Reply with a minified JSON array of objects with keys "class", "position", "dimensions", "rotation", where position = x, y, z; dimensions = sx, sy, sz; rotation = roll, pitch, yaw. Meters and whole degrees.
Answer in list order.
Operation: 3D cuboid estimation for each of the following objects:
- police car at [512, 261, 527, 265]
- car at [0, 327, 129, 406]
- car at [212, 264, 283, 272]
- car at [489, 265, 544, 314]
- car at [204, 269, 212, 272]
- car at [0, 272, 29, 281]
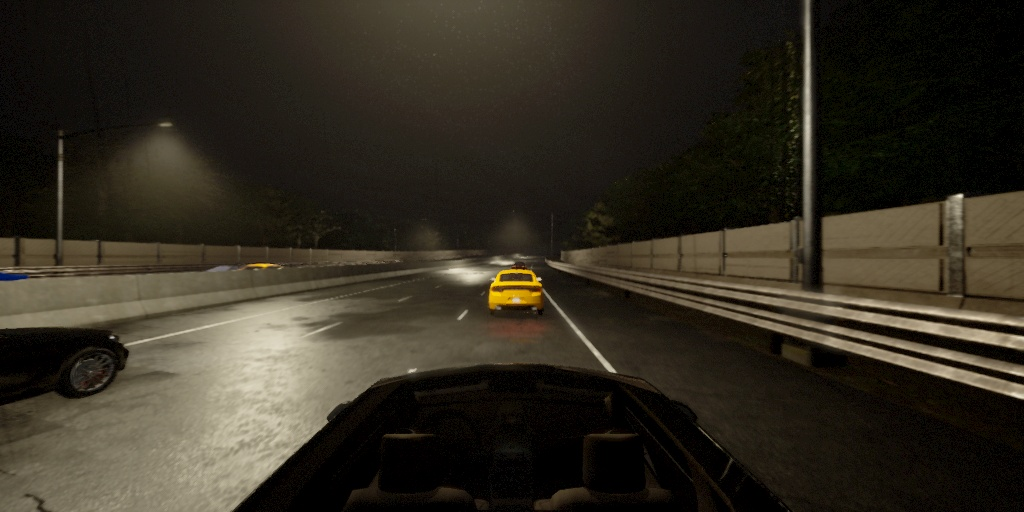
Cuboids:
[{"class":"police car","position":[0.930,1.452,45.439],"dimensions":[2.038,1.542,4.974],"rotation":[0,0,2]},{"class":"car","position":[-6.894,1.276,3.588],"dimensions":[1.812,1.442,4.674],"rotation":[0,0,0]},{"class":"car","position":[-17.361,1.298,24.640],"dimensions":[1.882,1.535,5.008],"rotation":[0,0,1]},{"class":"car","position":[0.173,1.282,14.184],"dimensions":[1.882,1.535,5.008],"rotation":[0,0,1]},{"class":"car","position":[-20.830,1.369,26.442],"dimensions":[2.033,1.411,5.357],"rotation":[0,0,1]},{"class":"car","position":[-24.508,1.251,15.349],"dimensions":[1.882,1.535,5.008],"rotation":[0,0,1]}]
